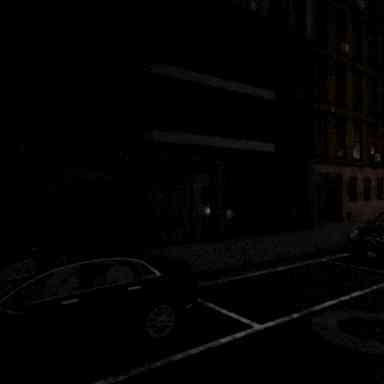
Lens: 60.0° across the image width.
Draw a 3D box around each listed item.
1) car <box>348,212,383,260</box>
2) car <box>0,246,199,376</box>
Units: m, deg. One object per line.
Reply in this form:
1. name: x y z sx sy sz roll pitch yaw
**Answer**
1. car: 7.042 1.350 11.201 4.097 1.590 1.967 -1 0 -35
2. car: -1.934 1.542 4.807 4.403 1.369 2.008 -1 0 -35
